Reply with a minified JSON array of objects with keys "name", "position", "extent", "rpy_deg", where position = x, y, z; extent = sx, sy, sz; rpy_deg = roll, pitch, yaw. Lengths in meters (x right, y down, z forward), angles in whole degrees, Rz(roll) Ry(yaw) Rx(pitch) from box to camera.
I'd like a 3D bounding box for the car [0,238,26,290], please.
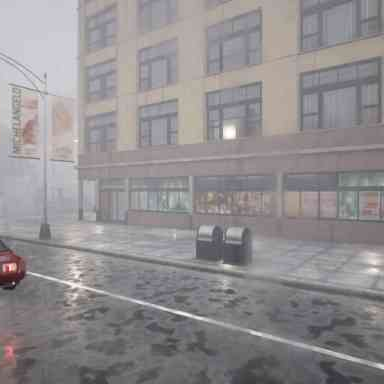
[{"name":"car","position":[-5.720,1.601,8.156],"extent":[1.895,1.301,4.718],"rpy_deg":[0,0,-42]}]
